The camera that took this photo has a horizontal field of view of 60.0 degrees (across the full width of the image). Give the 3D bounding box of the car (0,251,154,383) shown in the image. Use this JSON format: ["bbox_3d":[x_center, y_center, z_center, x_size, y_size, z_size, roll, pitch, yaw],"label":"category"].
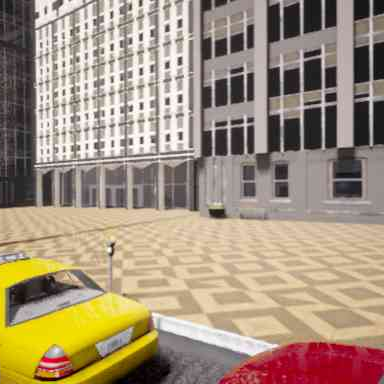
[{"bbox_3d":[-2.707,1.537,4.736,4.829,1.417,1.752,-1,1,34],"label":"car"}]

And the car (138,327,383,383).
[{"bbox_3d":[2.104,1.509,1.473,4.507,1.381,1.887,-1,1,34],"label":"car"}]
